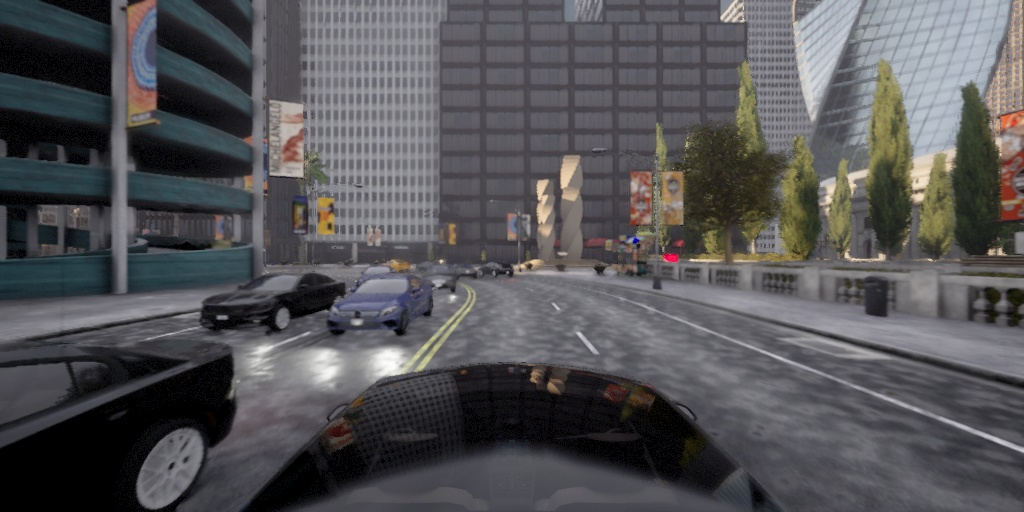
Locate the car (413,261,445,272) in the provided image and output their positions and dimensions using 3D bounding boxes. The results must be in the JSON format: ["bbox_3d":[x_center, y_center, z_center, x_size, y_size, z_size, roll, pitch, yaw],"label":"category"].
[{"bbox_3d":[-10.737,1.311,46.198,4.181,1.385,1.994,0,0,43],"label":"car"}]

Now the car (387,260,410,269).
[{"bbox_3d":[-14.856,1.226,45.189,5.008,1.535,1.882,0,0,41],"label":"car"}]

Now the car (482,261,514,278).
[{"bbox_3d":[-1.547,1.249,34.217,1.837,1.490,4.892,0,0,-29],"label":"car"}]

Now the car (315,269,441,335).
[{"bbox_3d":[-3.583,1.276,10.644,1.812,1.442,4.674,0,0,0],"label":"car"}]

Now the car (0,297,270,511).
[{"bbox_3d":[-3.599,1.229,1.390,1.882,1.535,5.008,0,0,0],"label":"car"}]

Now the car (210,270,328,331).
[{"bbox_3d":[-7.065,1.229,11.250,1.882,1.535,5.008,0,0,0],"label":"car"}]

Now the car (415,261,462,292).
[{"bbox_3d":[-4.217,1.240,20.986,2.128,1.511,4.902,0,0,-10],"label":"car"}]

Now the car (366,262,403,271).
[{"bbox_3d":[-7.921,1.275,21.532,1.812,1.442,4.674,0,0,-10],"label":"car"}]

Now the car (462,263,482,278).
[{"bbox_3d":[-4.710,1.311,32.709,1.994,1.385,4.181,0,0,-27],"label":"car"}]
